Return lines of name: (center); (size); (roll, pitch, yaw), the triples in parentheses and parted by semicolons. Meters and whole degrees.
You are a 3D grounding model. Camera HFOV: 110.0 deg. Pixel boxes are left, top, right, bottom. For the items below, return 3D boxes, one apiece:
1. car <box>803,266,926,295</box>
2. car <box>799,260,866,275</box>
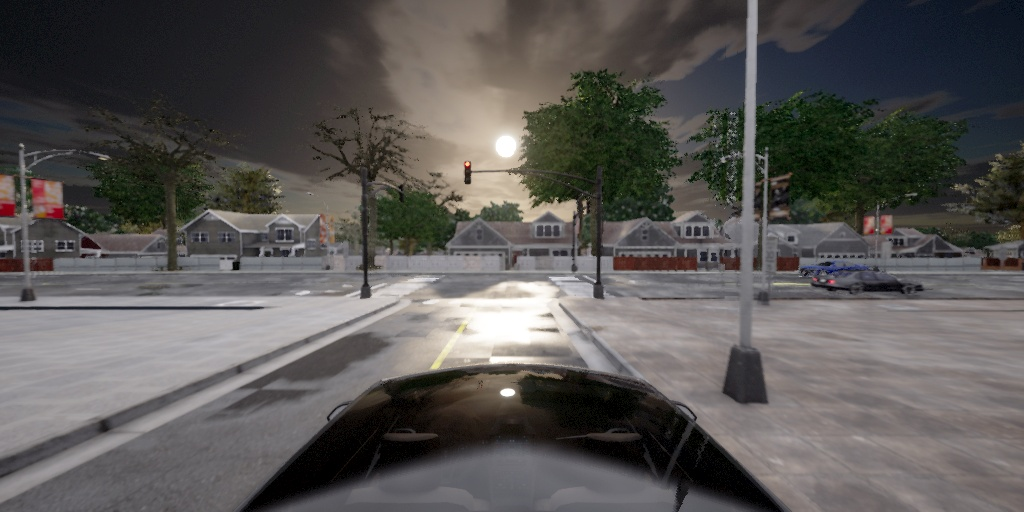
car: (20.868, 1.516, 21.191); (5.357, 1.411, 2.033); (0, 2, 0)
car: (27.779, 1.124, 31.029); (5.008, 1.535, 1.882); (0, 2, 0)
